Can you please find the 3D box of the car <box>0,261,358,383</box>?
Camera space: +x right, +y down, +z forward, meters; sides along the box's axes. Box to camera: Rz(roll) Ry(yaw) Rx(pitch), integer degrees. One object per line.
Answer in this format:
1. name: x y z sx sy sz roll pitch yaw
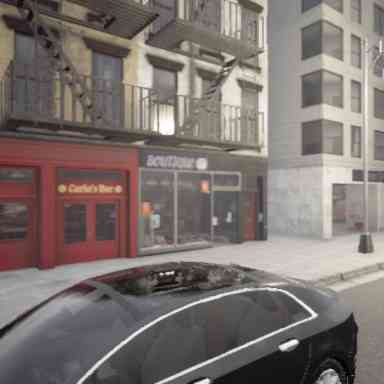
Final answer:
1. car: -0.439 1.507 2.940 4.892 1.490 1.837 0 0 -36
